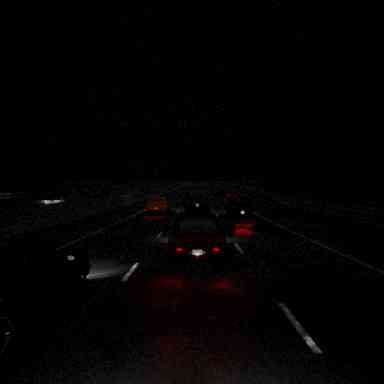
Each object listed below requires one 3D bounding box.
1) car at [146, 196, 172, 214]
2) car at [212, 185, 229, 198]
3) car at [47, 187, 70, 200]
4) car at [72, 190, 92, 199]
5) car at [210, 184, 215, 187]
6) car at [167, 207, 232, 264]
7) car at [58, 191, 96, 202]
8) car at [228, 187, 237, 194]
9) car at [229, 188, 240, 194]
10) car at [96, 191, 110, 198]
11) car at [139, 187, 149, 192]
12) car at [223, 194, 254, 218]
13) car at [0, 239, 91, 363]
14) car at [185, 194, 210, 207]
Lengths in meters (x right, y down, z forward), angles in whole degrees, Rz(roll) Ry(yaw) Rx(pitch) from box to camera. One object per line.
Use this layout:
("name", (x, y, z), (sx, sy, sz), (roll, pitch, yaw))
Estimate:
("car", (-2.974, 1.143, 30.554), (1.882, 1.535, 5.008), (0, 1, 1))
("car", (5.074, 0.181, 60.807), (2.097, 1.767, 4.553), (0, 2, 3))
("car", (-22.516, 0.205, 56.598), (2.150, 2.045, 5.566), (0, 2, 0))
("car", (-19.527, 0.480, 59.112), (1.994, 1.385, 4.181), (0, 2, 3))
("car", (6.307, -0.726, 88.561), (1.882, 1.535, 5.008), (0, 2, 3))
("car", (0.175, 1.483, 11.510), (1.812, 1.442, 4.674), (0, 0, 1))
("car", (-13.413, 0.941, 39.119), (1.882, 1.535, 5.008), (0, 1, 2))
("car", (9.302, -0.295, 77.125), (1.812, 1.442, 4.674), (0, 2, 3))
("car", (8.726, 0.084, 67.088), (1.837, 1.490, 4.892), (0, 2, 4))
("car", (-16.037, 0.464, 59.427), (1.994, 1.385, 4.181), (0, 2, 3))
("car", (-11.567, -0.491, 80.541), (1.994, 1.385, 4.181), (0, 2, 3))
("car", (3.836, 1.217, 27.186), (1.837, 1.490, 4.892), (0, 1, 1))
("car", (-3.376, 1.537, 5.661), (2.033, 1.411, 5.357), (0, 0, 0))
("car", (0.486, 1.053, 28.907), (2.097, 1.767, 4.553), (0, 1, 1))
